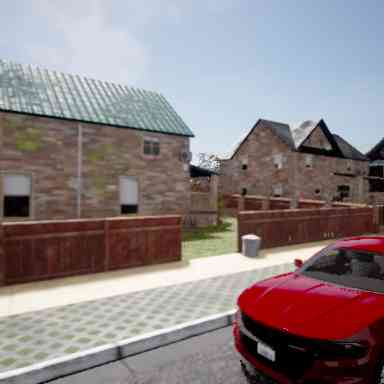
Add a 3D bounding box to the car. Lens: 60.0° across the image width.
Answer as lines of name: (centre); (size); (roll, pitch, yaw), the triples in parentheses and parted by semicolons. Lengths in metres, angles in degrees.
car: (2.845, 1.486, 5.100); (5.008, 1.535, 1.882); (0, 0, -35)
